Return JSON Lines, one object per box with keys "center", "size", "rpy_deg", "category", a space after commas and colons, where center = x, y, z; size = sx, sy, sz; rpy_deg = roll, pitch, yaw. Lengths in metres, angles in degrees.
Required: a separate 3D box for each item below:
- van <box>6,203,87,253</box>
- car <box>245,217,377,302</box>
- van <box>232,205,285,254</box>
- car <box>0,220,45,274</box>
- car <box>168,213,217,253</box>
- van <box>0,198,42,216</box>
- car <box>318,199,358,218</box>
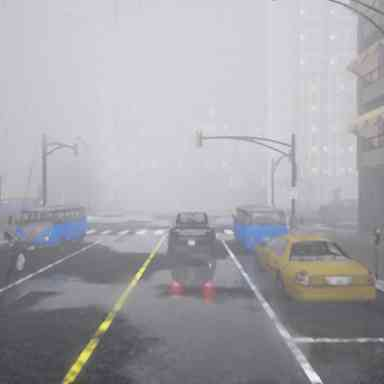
{"center": [-5.701, 1.471, 13.844], "size": [1.690, 1.788, 3.998], "rpy_deg": [-1, -1, 0], "category": "van"}
{"center": [2.681, 1.605, 8.381], "size": [1.752, 1.417, 4.829], "rpy_deg": [-1, -1, 0], "category": "car"}
{"center": [2.679, 1.471, 13.814], "size": [1.690, 1.788, 3.998], "rpy_deg": [-1, -1, 0], "category": "van"}
{"center": [-5.699, 1.629, 8.241], "size": [2.008, 1.369, 4.403], "rpy_deg": [-1, -1, 0], "category": "car"}
{"center": [0.031, 1.627, 14.285], "size": [2.128, 1.511, 4.902], "rpy_deg": [0, 0, 1], "category": "car"}
{"center": [-17.146, 1.519, 33.342], "size": [3.998, 1.788, 1.690], "rpy_deg": [0, 0, 0], "category": "van"}
{"center": [15.243, 1.656, 33.142], "size": [5.009, 1.841, 2.192], "rpy_deg": [0, 0, 0], "category": "car"}
